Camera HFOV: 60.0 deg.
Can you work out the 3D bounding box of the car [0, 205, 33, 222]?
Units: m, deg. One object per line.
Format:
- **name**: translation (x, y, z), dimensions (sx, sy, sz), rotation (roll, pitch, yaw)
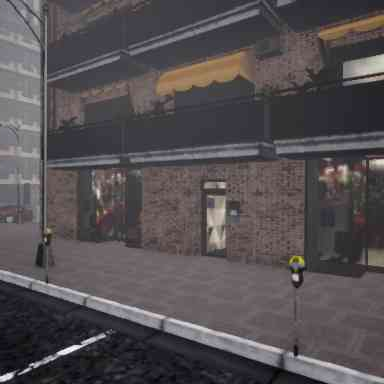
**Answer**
- **car**: translation (-14.301, 1.763, 27.850), dimensions (1.887, 1.381, 4.507), rotation (0, -1, 36)
